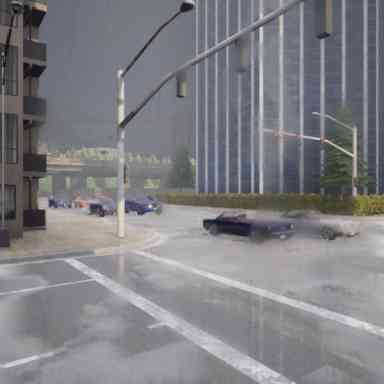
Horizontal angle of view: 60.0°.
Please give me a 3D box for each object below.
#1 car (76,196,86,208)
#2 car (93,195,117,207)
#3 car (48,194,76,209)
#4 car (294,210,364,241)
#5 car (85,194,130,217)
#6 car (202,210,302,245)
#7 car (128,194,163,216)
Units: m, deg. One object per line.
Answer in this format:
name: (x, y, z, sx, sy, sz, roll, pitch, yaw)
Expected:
car: (-15.355, 1.405, 47.765, 2.097, 1.767, 4.553, 0, 0, -35)
car: (-13.390, 1.352, 51.202, 2.097, 1.767, 4.553, 0, 0, -36)
car: (-18.186, 1.327, 45.706, 2.150, 2.045, 5.566, 0, 0, -35)
car: (6.080, 1.601, 17.029, 1.895, 1.301, 4.718, 0, 0, -35)
car: (-7.961, 1.352, 30.962, 2.097, 1.767, 4.553, 0, 0, -35)
car: (2.583, 1.601, 15.919, 1.895, 1.301, 4.718, 0, 0, -35)
car: (-4.954, 1.221, 32.766, 2.150, 2.045, 5.566, 0, 0, -35)
